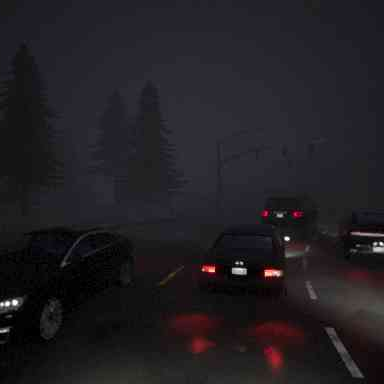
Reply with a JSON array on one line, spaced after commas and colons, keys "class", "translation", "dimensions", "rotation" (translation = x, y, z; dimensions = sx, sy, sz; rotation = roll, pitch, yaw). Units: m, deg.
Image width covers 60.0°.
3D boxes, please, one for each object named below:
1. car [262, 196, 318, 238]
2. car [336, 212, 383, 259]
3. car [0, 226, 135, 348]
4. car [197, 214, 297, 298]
[{"class": "car", "translation": [5.458, 1.221, 18.188], "dimensions": [2.150, 2.045, 5.566], "rotation": [0, 0, 28]}, {"class": "car", "translation": [6.436, 1.492, 12.160], "dimensions": [2.128, 1.511, 4.902], "rotation": [0, 0, 21]}, {"class": "car", "translation": [-2.698, 1.491, 6.619], "dimensions": [2.128, 1.511, 4.902], "rotation": [0, 0, 12]}, {"class": "car", "translation": [1.532, 1.547, 8.734], "dimensions": [2.033, 1.411, 5.357], "rotation": [0, 0, 15]}]
